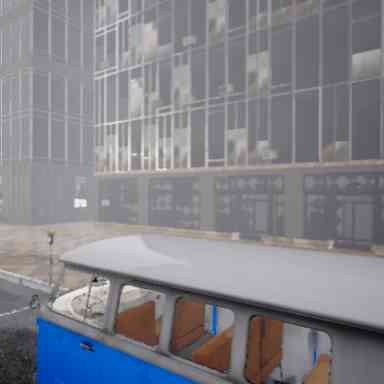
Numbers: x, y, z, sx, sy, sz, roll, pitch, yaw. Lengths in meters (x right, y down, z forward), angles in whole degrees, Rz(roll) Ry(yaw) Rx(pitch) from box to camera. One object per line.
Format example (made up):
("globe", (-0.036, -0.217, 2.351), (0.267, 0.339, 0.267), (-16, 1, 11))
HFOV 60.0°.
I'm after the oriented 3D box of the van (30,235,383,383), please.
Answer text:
("van", (0.394, 1.339, 2.593), (3.998, 1.788, 1.690), (0, 0, 36))
